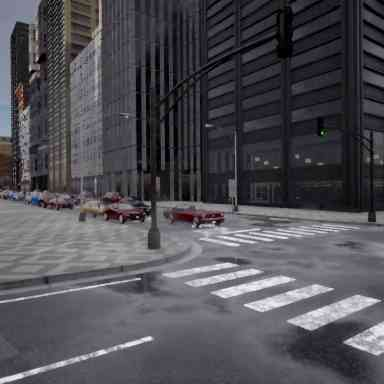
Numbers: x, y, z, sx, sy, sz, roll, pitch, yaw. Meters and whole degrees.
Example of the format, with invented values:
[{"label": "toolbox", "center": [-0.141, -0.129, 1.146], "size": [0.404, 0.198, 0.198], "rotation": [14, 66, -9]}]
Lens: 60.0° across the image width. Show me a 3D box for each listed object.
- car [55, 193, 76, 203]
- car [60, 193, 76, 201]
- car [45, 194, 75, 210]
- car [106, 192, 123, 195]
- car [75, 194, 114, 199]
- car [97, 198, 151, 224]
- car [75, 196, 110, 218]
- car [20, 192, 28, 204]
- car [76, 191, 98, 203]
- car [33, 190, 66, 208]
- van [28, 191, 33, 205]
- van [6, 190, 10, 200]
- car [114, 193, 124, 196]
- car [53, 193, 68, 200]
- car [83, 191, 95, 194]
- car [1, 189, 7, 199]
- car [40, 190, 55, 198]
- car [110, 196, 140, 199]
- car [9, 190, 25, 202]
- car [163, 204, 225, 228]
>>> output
[{"label": "car", "center": [-21.864, 0.968, 57.357], "size": [2.128, 1.511, 4.902], "rotation": [-1, 1, -36]}, {"label": "car", "center": [-24.441, 0.947, 65.476], "size": [1.802, 1.307, 4.206], "rotation": [0, 1, -36]}, {"label": "car", "center": [-14.852, 1.274, 37.701], "size": [1.887, 1.381, 4.507], "rotation": [0, 1, -36]}, {"label": "car", "center": [-11.244, 0.898, 47.253], "size": [2.192, 1.841, 5.009], "rotation": [0, 1, -36]}, {"label": "car", "center": [-10.708, 1.274, 36.681], "size": [2.033, 1.411, 5.357], "rotation": [-1, 1, -36]}, {"label": "car", "center": [-4.953, 1.416, 24.035], "size": [1.887, 1.381, 4.507], "rotation": [0, 1, -36]}, {"label": "car", "center": [-8.153, 1.352, 28.452], "size": [1.752, 1.417, 4.829], "rotation": [0, 1, -36]}, {"label": "car", "center": [-24.750, 1.125, 51.368], "size": [2.008, 1.369, 4.403], "rotation": [0, 1, -36]}, {"label": "car", "center": [-17.842, 0.792, 56.363], "size": [2.192, 1.841, 5.009], "rotation": [0, 1, -36]}, {"label": "car", "center": [-18.150, 0.994, 42.255], "size": [2.192, 1.841, 5.009], "rotation": [0, 1, -36]}, {"label": "van", "center": [-21.450, 0.969, 46.811], "size": [1.690, 1.788, 3.998], "rotation": [0, 1, -36]}, {"label": "van", "center": [-34.646, 0.746, 65.032], "size": [1.690, 1.788, 3.998], "rotation": [0, 1, -36]}, {"label": "car", "center": [-7.946, 1.199, 42.700], "size": [1.947, 1.339, 4.313], "rotation": [0, 1, -36]}, {"label": "car", "center": [-27.741, 0.853, 70.031], "size": [1.887, 1.381, 4.507], "rotation": [0, 1, -36]}, {"label": "car", "center": [-15.863, 1.065, 49.154], "size": [2.128, 1.511, 4.902], "rotation": [-1, 1, -35]}, {"label": "car", "center": [-37.946, 0.663, 69.587], "size": [2.192, 1.841, 5.009], "rotation": [0, 1, -36]}, {"label": "car", "center": [-34.337, 0.508, 79.138], "size": [2.192, 1.841, 5.009], "rotation": [0, 1, -36]}, {"label": "car", "center": [-5.218, 1.369, 29.096], "size": [1.994, 1.385, 4.181], "rotation": [-1, 1, -36]}, {"label": "car", "center": [-31.348, 0.902, 60.477], "size": [1.967, 1.590, 4.097], "rotation": [0, 1, -36]}, {"label": "car", "center": [0.057, 1.479, 21.768], "size": [1.895, 1.301, 4.718], "rotation": [-1, 1, -35]}]
